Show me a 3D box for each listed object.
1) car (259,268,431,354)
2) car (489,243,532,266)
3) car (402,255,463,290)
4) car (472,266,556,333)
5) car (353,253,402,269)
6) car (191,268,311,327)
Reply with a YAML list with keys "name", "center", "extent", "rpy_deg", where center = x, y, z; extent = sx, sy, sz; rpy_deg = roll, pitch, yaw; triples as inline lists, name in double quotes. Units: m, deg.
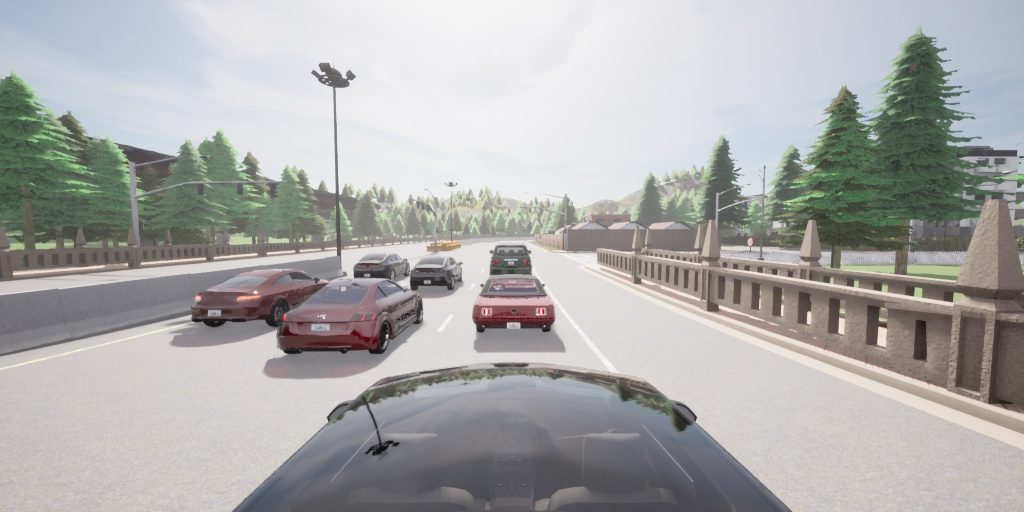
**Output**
- name: "car"
  center: [-3.466, 1.197, 8.477]
  extent: [1.994, 1.385, 4.181]
  rpy_deg: [0, 2, 0]
- name: "car"
  center: [-0.078, 0.274, 19.889]
  extent: [2.150, 2.045, 5.566]
  rpy_deg: [0, 3, -1]
- name: "car"
  center: [-3.553, 0.703, 17.352]
  extent: [1.837, 1.490, 4.892]
  rpy_deg: [0, 3, -1]
- name: "car"
  center: [0.022, 1.175, 10.178]
  extent: [1.895, 1.301, 4.718]
  rpy_deg: [0, 2, -1]
- name: "car"
  center: [-7.080, 0.552, 19.874]
  extent: [1.837, 1.490, 4.892]
  rpy_deg: [0, 3, -1]
- name: "car"
  center: [-6.985, 1.080, 10.681]
  extent: [1.812, 1.442, 4.674]
  rpy_deg: [0, 2, -1]
